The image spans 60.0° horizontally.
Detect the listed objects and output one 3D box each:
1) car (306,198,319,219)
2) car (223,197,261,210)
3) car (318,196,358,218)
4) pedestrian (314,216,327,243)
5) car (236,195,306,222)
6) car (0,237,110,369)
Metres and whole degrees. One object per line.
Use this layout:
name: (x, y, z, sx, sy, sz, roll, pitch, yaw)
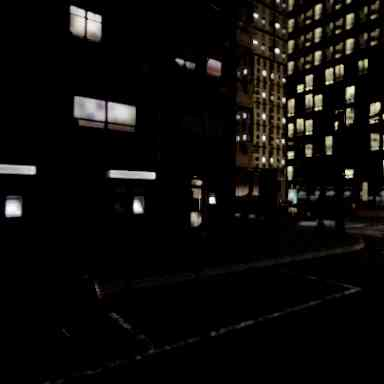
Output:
car: (7.398, 1.394, 27.032, 1.837, 1.490, 4.892, 1, 1, -36)
car: (5.789, 1.322, 39.101, 1.947, 1.339, 4.313, 2, 0, -36)
car: (12.327, 1.280, 30.133, 2.192, 1.841, 5.009, 2, 0, -36)
pedestrian: (5.590, 1.262, 14.452, 0.375, 1.860, 0.375, 1, 0, -36)
car: (5.590, 1.184, 25.150, 2.192, 1.841, 5.009, 2, 0, -36)
car: (-3.264, 1.437, 4.227, 4.097, 1.590, 1.967, 1, 0, -36)
